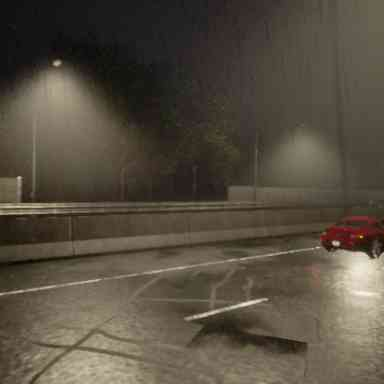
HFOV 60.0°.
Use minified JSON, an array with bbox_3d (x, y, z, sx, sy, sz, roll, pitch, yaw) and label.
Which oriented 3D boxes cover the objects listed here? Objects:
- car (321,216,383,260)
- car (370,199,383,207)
[{"bbox_3d":[6.985,1.662,13.092,4.674,1.442,1.812,0,0,-35],"label":"car"},{"bbox_3d":[32.603,2.012,57.263,4.553,1.767,2.097,1,-1,-35],"label":"car"}]
